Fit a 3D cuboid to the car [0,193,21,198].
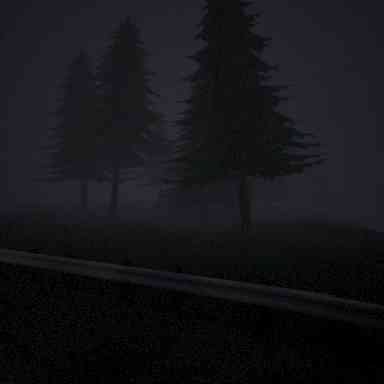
[{"bbox_3d":[-39.025,1.225,71.233,2.150,2.045,5.566,0,0,5],"label":"car"}]
